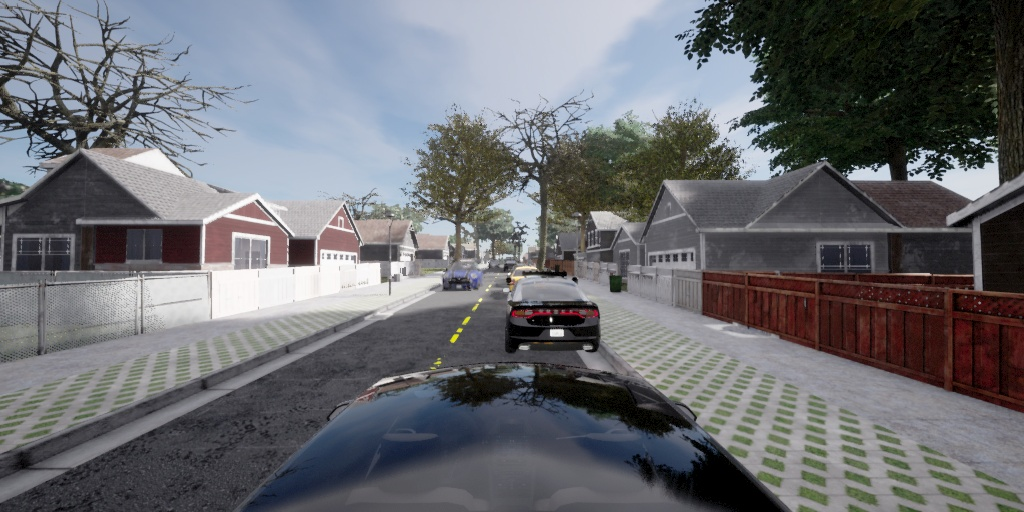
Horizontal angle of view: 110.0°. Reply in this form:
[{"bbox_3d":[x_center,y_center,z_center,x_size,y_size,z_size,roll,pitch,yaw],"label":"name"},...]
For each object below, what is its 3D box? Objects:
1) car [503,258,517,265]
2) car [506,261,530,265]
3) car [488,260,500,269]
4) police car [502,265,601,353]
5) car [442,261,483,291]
[{"bbox_3d":[-0.173,1.345,49.573,1.882,1.535,5.008,0,0,0],"label":"car"},{"bbox_3d":[0.747,1.221,19.111,1.801,1.575,5.366,0,0,0],"label":"car"},{"bbox_3d":[-3.020,1.411,60.409,2.128,1.511,4.902,0,0,0],"label":"car"},{"bbox_3d":[0.795,1.181,9.025,1.930,1.638,5.238,0,0,0],"label":"police car"},{"bbox_3d":[-2.943,1.122,22.144,2.097,1.767,4.553,0,0,0],"label":"car"}]
